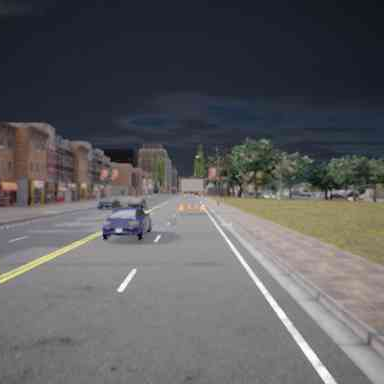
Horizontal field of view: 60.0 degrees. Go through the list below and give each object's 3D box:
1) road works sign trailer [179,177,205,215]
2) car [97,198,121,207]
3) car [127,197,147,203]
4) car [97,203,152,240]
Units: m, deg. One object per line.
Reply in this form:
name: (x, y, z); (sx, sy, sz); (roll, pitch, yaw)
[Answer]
road works sign trailer: (-0.004, 0.368, 32.616); (2.380, 3.560, 2.880); (0, 0, 0)
car: (-9.840, 1.428, 40.021); (2.033, 1.411, 5.357); (0, 0, 0)
car: (-6.590, 1.358, 40.092); (1.882, 1.535, 5.008); (0, 0, 0)
car: (-3.151, 1.478, 16.612); (1.812, 1.442, 4.674); (0, 0, 0)
